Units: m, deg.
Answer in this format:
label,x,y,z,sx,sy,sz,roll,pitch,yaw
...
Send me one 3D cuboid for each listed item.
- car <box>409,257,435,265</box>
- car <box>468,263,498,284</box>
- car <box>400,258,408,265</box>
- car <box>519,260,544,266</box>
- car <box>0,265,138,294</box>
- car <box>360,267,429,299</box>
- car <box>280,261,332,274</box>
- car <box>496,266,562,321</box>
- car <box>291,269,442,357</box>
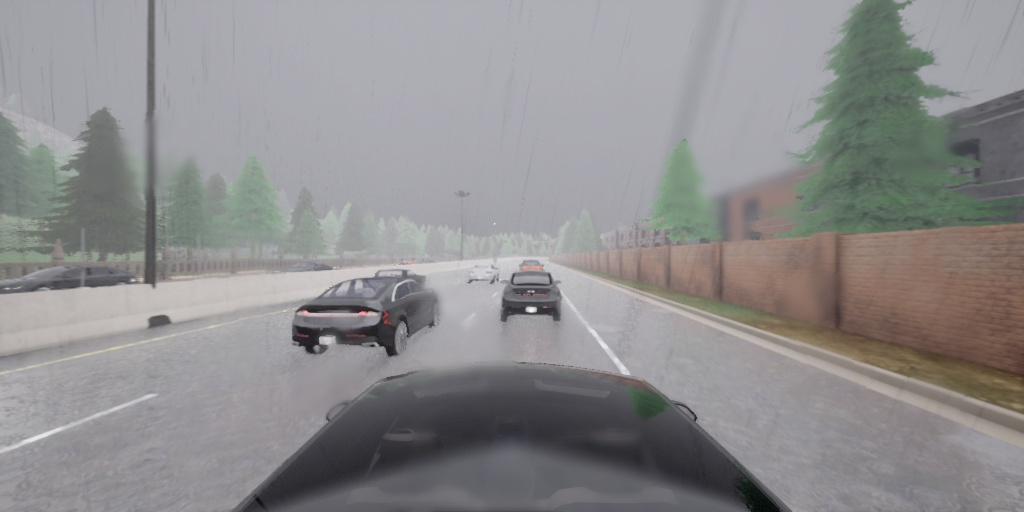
label,x,y,z,sx,sy,sz,roll,pitch,yaw
car,-11.584,1.190,47.637,2.128,1.511,4.902,0,0,4
car,-2.086,1.257,26.752,1.812,1.442,4.674,0,0,3
car,-17.760,1.040,62.061,2.097,1.767,4.553,0,0,3
car,1.631,1.090,30.369,2.097,1.767,4.553,0,0,3
car,-20.363,1.200,16.457,1.837,1.490,4.892,0,0,3
car,-6.003,1.327,18.995,1.895,1.301,4.718,0,0,3
car,-16.196,1.190,28.363,2.128,1.511,4.902,0,0,3
car,0.666,1.250,12.451,1.837,1.490,4.892,0,0,3
car,-3.027,1.231,8.542,2.128,1.511,4.902,0,0,3
